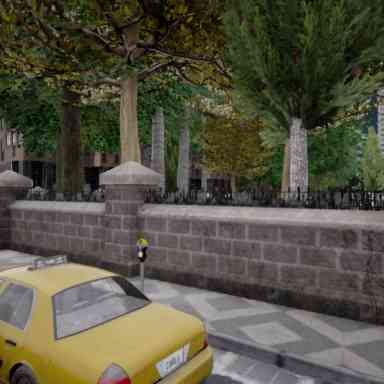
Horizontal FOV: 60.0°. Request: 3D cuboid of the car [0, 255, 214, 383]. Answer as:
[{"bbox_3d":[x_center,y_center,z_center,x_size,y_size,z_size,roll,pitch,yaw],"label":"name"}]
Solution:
[{"bbox_3d":[-2.052,1.525,4.419,4.829,1.417,1.752,0,0,35],"label":"car"}]
